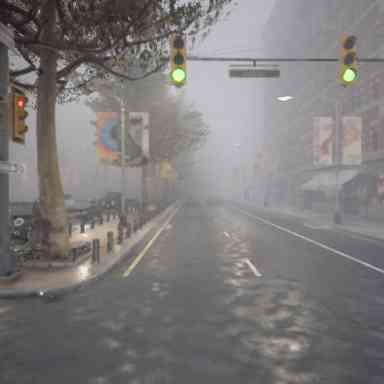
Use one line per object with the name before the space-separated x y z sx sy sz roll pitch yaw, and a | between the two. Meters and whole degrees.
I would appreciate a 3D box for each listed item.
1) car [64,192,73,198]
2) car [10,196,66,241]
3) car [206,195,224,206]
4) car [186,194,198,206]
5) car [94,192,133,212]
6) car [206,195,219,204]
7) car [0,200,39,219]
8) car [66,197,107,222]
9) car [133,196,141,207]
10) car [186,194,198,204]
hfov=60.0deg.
car | -11.499 1.047 27.577 2.150 2.045 5.566 0 0 0
car | -8.079 1.252 15.890 2.097 1.767 4.553 0 0 0
car | 3.501 1.236 47.894 2.033 1.411 5.357 0 0 0
car | 0.001 1.240 47.432 2.033 1.411 5.357 0 0 0
car | -7.999 1.002 34.390 2.150 2.045 5.566 0 0 0
car | 3.502 1.194 56.895 1.994 1.385 4.181 0 0 0
car | -14.748 1.421 27.699 1.895 1.301 4.718 0 0 0
car | -8.023 1.368 24.775 1.812 1.442 4.674 0 0 1
car | -7.999 1.281 44.207 1.994 1.385 4.181 0 0 0
car | 0.002 1.137 56.895 1.837 1.490 4.892 0 0 0
